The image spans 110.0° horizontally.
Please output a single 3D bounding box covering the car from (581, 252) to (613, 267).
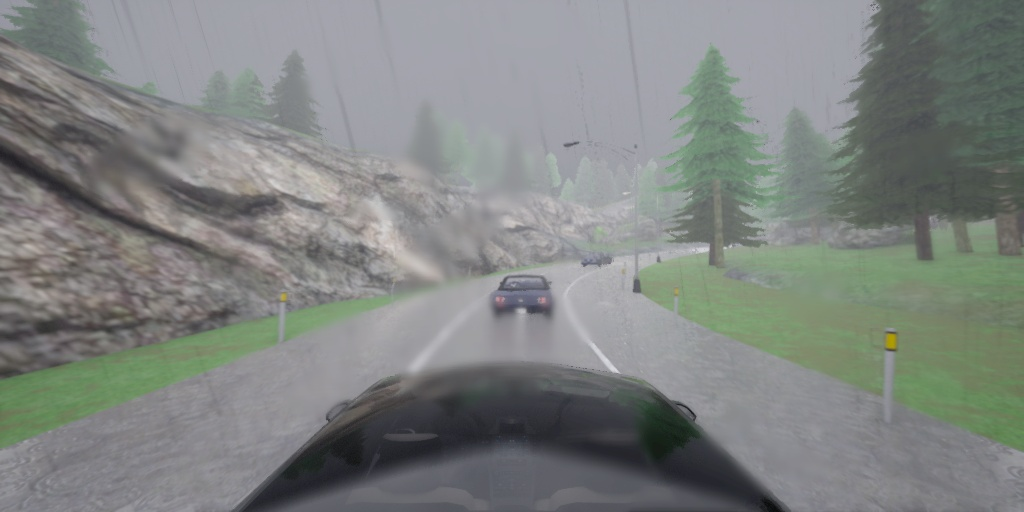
[{"bbox_3d":[8.834,0.321,37.082,2.033,1.411,5.357,-1,3,33],"label":"car"}]

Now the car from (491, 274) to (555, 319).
[{"bbox_3d":[0.502,1.282,12.497,1.895,1.301,4.718,0,1,5],"label":"car"}]
